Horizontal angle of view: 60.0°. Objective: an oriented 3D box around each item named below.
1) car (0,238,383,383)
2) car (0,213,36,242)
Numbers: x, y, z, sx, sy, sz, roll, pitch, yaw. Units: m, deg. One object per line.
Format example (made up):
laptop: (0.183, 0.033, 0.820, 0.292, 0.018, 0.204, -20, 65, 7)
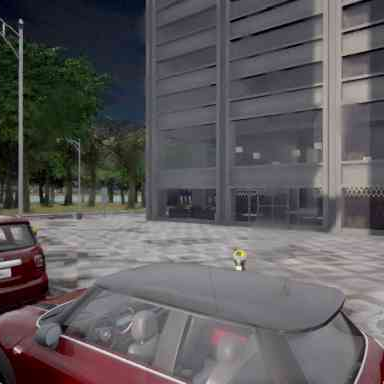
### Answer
car: (-0.371, 1.440, 3.227, 4.097, 1.590, 1.967, 0, 0, 35)
car: (-4.800, 1.315, 6.382, 5.009, 1.841, 2.192, 0, 0, 35)
